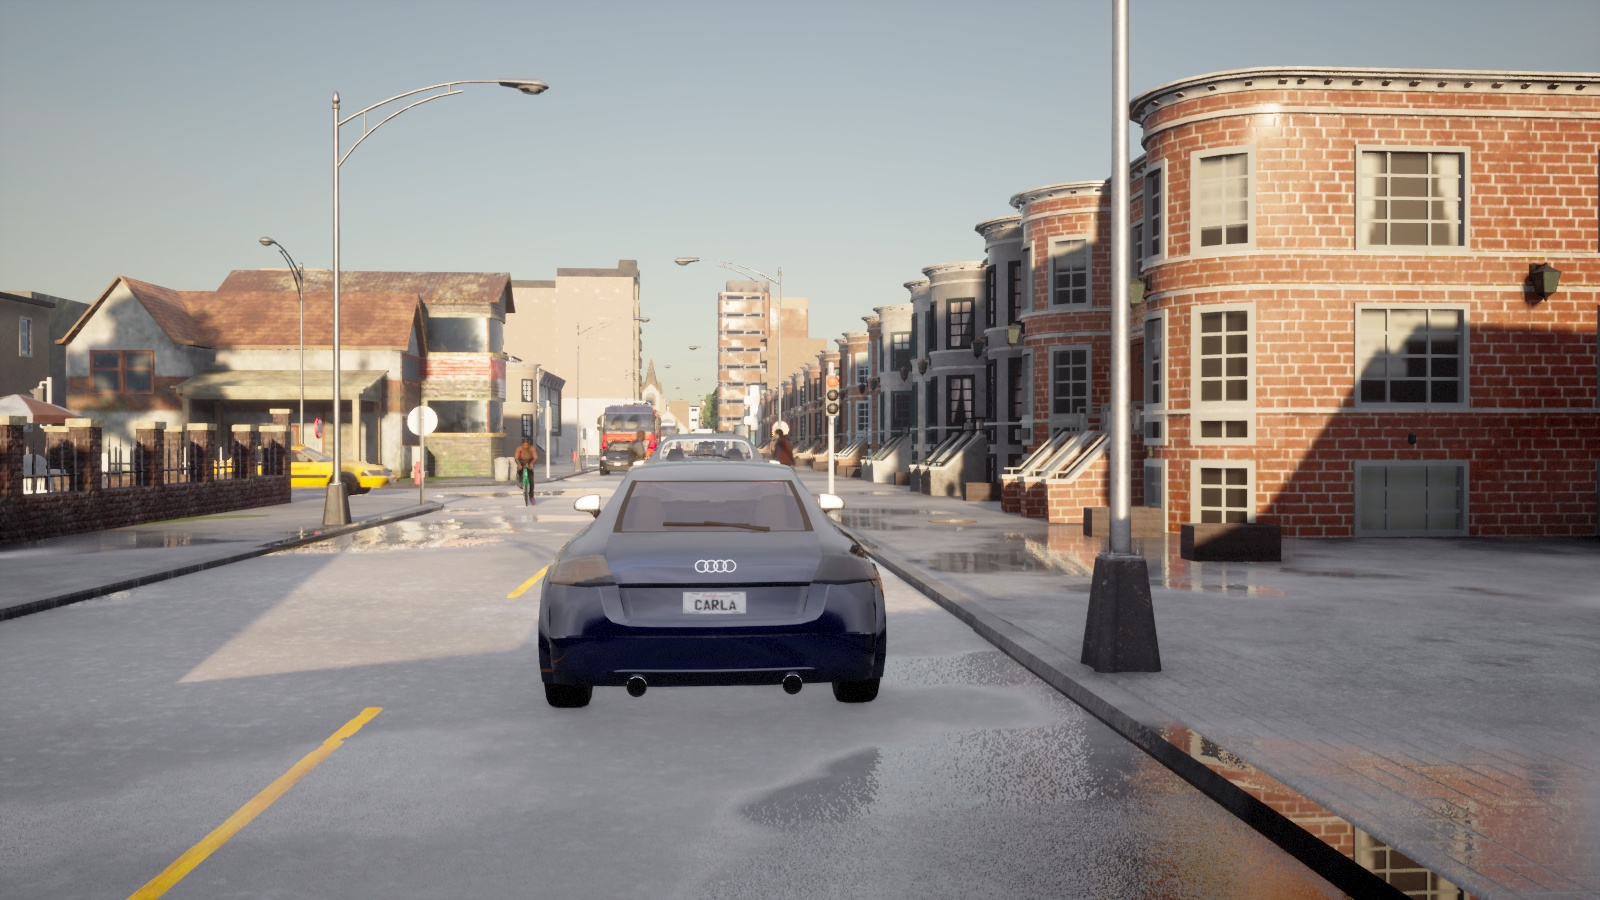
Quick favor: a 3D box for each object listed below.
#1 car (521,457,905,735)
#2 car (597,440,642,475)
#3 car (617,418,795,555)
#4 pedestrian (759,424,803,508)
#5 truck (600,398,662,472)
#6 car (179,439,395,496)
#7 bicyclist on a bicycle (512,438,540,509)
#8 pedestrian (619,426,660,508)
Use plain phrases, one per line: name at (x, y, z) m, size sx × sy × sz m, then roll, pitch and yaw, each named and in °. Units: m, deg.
car at (-0.613, 0.764, 8.626) m, size 1.994 × 1.385 × 4.181 m, roll 0°, pitch 0°, yaw -5°
car at (-8.469, 0.324, 59.269) m, size 1.851 × 1.617 × 3.988 m, roll 0°, pitch 0°, yaw -4°
car at (-1.314, 0.430, 17.721) m, size 2.152 × 1.651 × 5.027 m, roll 0°, pitch 0°, yaw -4°
pedestrian at (-0.422, 0.357, 28.033) m, size 0.899 × 1.844 × 0.634 m, roll 0°, pitch 0°, yaw 8°
truck at (-9.247, -0.794, 69.576) m, size 2.891 × 3.827 × 8.468 m, roll 0°, pitch 0°, yaw -4°
car at (-14.428, 0.485, 35.563) m, size 5.366 × 1.575 × 1.801 m, roll 0°, pitch 0°, yaw -4°
bicyclist on a bicycle at (-6.504, 0.536, 29.856) m, size 0.582 × 1.620 × 1.656 m, roll -1°, pitch 1°, yaw -11°
pedestrian at (-3.732, 0.383, 29.224) m, size 0.849 × 1.883 × 0.563 m, roll 0°, pitch 0°, yaw -19°
